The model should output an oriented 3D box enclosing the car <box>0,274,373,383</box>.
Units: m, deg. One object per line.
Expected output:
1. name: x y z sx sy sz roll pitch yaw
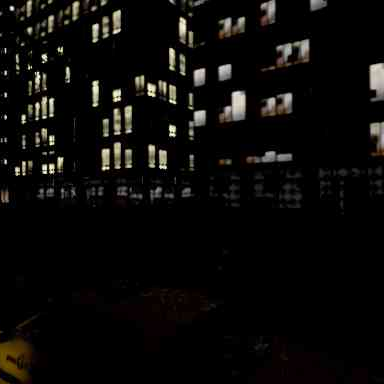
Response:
1. car: -0.795 1.543 3.437 4.829 1.417 1.752 -1 0 36
